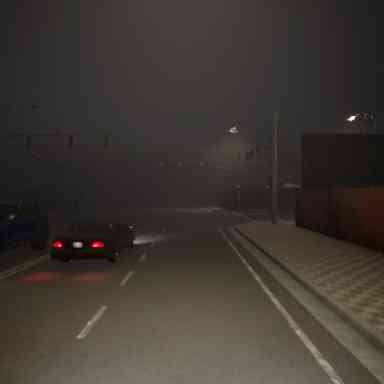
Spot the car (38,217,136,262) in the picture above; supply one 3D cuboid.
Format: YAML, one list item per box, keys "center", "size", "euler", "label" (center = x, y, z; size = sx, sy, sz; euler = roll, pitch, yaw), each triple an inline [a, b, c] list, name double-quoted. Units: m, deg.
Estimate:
- center: [-3.400, 1.633, 12.415]
  size: [2.033, 1.411, 5.357]
  euler: [0, 0, 0]
  label: "car"

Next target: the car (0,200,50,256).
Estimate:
- center: [-7.045, 1.305, 11.820]
  size: [2.150, 2.045, 5.566]
  euler: [0, -1, 1]
  label: "car"
